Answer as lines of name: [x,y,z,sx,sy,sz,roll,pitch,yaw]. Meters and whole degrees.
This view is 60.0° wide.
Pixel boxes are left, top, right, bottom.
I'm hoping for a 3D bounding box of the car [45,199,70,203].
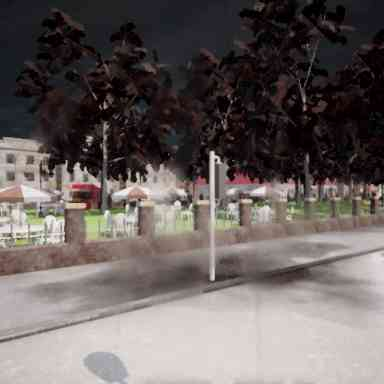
car: [-19.342,1.341,46.624,4.553,1.767,2.097,0,0,-37]
